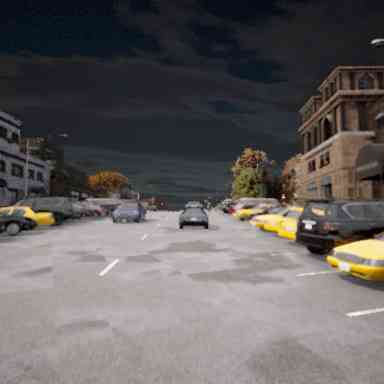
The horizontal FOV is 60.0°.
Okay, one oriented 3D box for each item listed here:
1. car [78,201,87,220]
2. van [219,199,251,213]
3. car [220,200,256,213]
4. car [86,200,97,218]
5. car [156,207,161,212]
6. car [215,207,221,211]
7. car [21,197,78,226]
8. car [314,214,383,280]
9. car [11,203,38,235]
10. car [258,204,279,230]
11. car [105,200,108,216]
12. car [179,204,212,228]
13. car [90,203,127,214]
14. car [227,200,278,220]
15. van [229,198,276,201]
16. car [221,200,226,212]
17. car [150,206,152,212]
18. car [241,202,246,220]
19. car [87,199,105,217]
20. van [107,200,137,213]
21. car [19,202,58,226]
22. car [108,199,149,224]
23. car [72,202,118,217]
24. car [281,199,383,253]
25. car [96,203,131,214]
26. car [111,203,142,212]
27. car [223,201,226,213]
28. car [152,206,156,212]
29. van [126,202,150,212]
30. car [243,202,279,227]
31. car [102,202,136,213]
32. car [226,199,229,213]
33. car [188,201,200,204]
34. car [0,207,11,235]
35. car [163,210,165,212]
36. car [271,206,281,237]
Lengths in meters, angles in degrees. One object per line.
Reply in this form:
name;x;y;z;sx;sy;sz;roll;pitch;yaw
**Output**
car;-11.368;1.726;26.977;4.892;1.521;2.231;-1;-1;-20
van;6.533;2.140;50.893;4.442;1.987;1.878;1;-3;-19
car;6.643;2.139;47.947;4.553;1.767;2.185;1;-2;-19
car;-11.352;1.784;29.915;4.892;1.521;2.231;0;-1;-20
car;-10.747;3.873;76.757;5.566;2.045;2.435;1;-6;-19
car;6.560;1.919;44.933;5.566;2.045;2.435;1;-2;-19
car;-11.418;1.425;24.036;5.566;2.045;2.435;-1;-1;-20
car;6.214;1.524;8.975;5.366;1.575;1.946;1;0;-20
car;-11.415;1.593;18.179;5.008;1.535;2.097;-1;-1;-20
car;6.577;1.606;18.078;5.366;1.575;1.946;1;-1;-20
car;-11.290;1.944;35.795;4.792;1.488;2.163;0;-2;-20
car;0.130;1.748;23.405;1.994;1.385;4.181;0;-1;0
car;-11.243;2.196;44.579;4.674;1.452;2.002;0;-2;-19
car;6.284;1.788;29.916;5.366;1.575;1.946;1;-1;-20
van;6.370;1.628;32.936;4.442;1.987;1.878;1;-1;-19
car;6.577;2.113;41.962;4.792;1.488;2.163;1;-2;-19
car;-10.982;3.135;65.053;4.892;1.521;2.231;0;-4;-19
car;6.398;1.717;23.984;4.792;1.488;2.163;1;-1;-20
car;-11.309;1.719;32.856;4.553;1.767;2.185;0;-1;-20
van;-11.255;2.239;53.337;4.442;1.987;1.878;0;-2;-19
car;-11.574;1.628;21.052;5.366;1.575;1.946;-1;0;-20
car;-5.049;1.603;27.140;2.097;1.767;4.553;0;-1;0
car;-11.300;1.988;38.712;5.008;1.535;2.097;0;-2;-20
car;6.419;1.298;12.045;5.566;2.045;2.435;1;-1;-20
car;-11.213;2.288;47.516;4.674;1.452;2.002;0;-2;-19
car;-11.111;2.602;56.294;5.008;1.535;2.097;0;-3;-19
car;6.518;2.041;38.958;4.674;1.452;2.002;1;-2;-19
car;-10.868;3.587;70.880;4.892;1.521;2.231;1;-4;-19
van;-11.039;3.124;67.946;4.442;1.987;1.878;1;-4;-19
car;6.240;1.636;20.944;5.366;1.575;1.946;1;-1;-20
car;-11.149;2.377;50.448;4.792;1.488;2.163;0;-2;-19
car;6.469;1.800;35.964;4.553;1.767;2.185;1;-2;-19
car;0.244;1.903;40.471;2.097;1.767;4.553;0;-2;1
car;-11.409;1.558;15.247;5.008;1.535;2.097;-1;0;-20
car;-10.700;5.288;88.342;5.366;1.575;1.946;1;-6;-19
car;6.572;1.574;15.086;5.366;1.575;1.946;1;-1;-20
